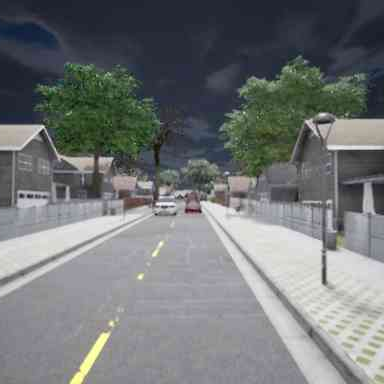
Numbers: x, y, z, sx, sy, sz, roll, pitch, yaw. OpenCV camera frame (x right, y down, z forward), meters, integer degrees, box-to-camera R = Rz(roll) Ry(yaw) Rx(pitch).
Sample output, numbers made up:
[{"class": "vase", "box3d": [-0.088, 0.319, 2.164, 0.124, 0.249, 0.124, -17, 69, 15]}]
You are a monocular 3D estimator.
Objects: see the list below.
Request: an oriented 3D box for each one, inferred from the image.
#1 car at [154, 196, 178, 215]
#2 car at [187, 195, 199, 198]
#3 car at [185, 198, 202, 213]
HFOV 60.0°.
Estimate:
[{"class": "car", "box3d": [-2.715, 1.470, 35.528, 2.150, 2.045, 5.566, 0, 0, 0]}, {"class": "car", "box3d": [0.146, 1.497, 52.240, 2.150, 2.045, 5.566, 0, 0, 0]}, {"class": "car", "box3d": [0.140, 1.746, 39.969, 1.994, 1.385, 4.181, 0, 0, 0]}]
